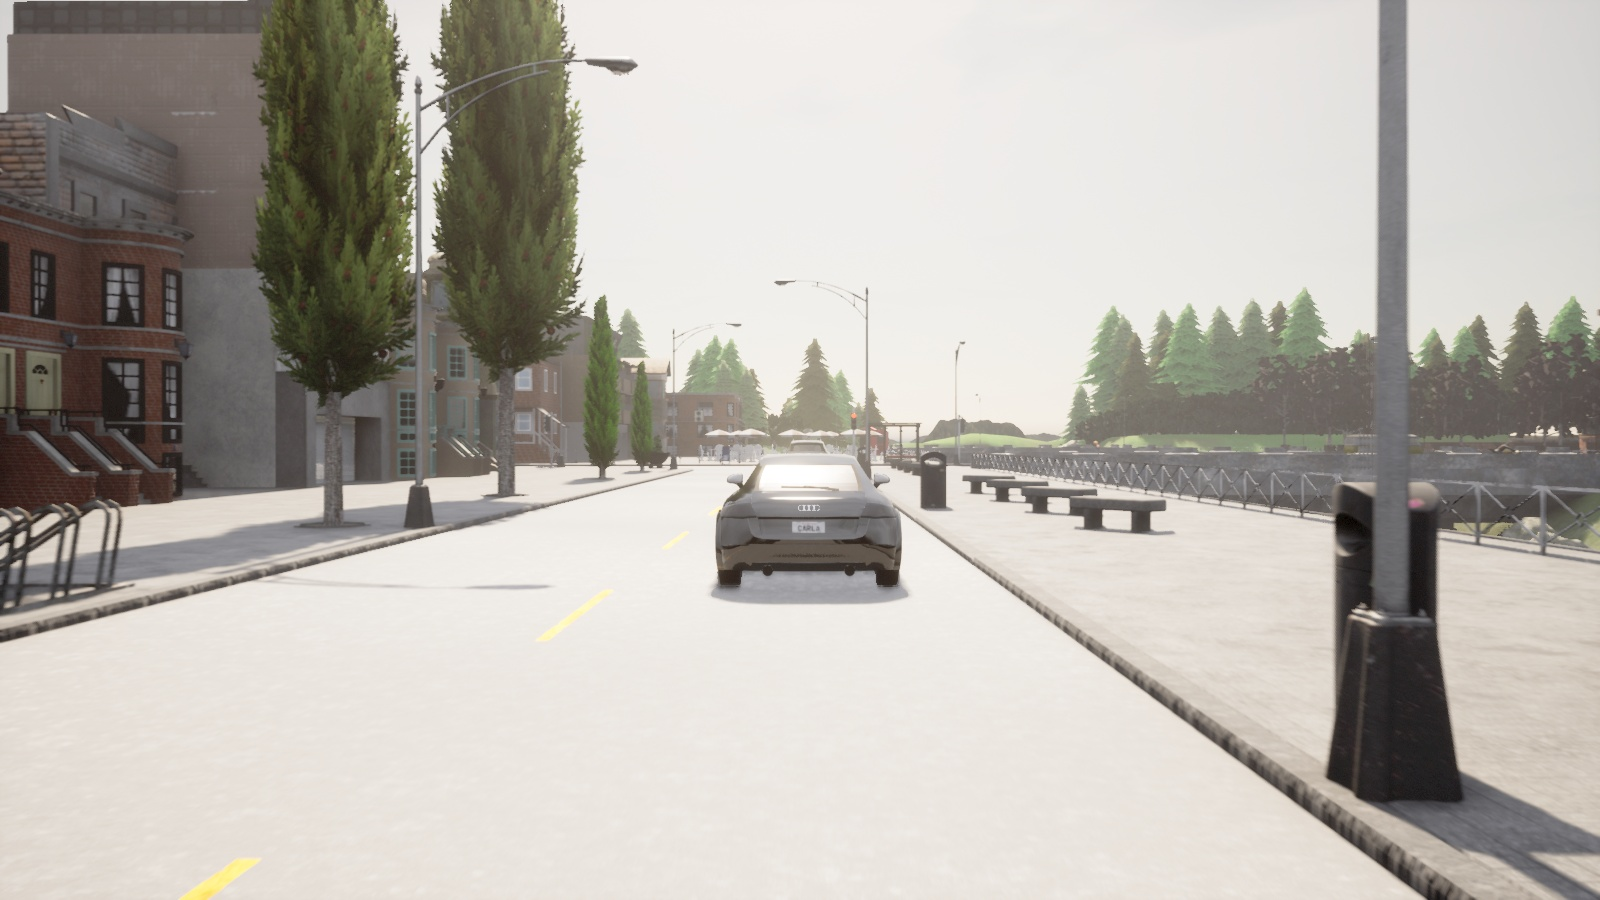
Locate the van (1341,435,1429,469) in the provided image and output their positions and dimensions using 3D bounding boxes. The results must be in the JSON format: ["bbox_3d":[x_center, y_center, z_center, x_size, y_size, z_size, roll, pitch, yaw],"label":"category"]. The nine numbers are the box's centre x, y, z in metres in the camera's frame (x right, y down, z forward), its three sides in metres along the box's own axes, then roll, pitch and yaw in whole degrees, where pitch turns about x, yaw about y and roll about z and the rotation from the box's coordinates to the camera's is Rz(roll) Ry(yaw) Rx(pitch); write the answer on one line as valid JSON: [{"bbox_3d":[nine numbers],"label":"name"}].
[{"bbox_3d":[34.706,0.107,74.570,4.442,1.987,1.775,0,0,0],"label":"van"}]

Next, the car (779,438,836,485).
[{"bbox_3d":[0.276,0.410,47.170,2.033,1.649,4.856,0,0,0],"label":"car"}]

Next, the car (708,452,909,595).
[{"bbox_3d":[0.096,0.728,14.543,1.994,1.385,4.181,0,0,0],"label":"car"}]
